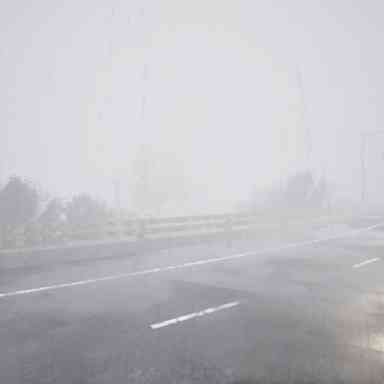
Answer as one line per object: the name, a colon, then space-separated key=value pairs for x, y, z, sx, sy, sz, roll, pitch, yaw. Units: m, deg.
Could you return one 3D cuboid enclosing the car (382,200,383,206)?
car: x=34.987 y=1.776 z=58.799 sx=2.128 sy=1.511 sz=4.902 roll=0 pitch=0 yaw=18
